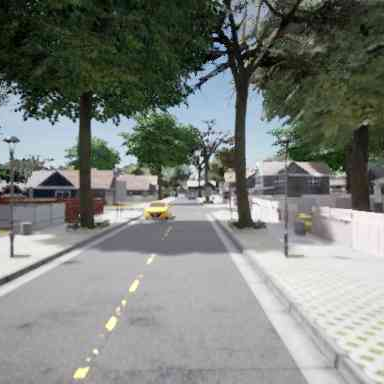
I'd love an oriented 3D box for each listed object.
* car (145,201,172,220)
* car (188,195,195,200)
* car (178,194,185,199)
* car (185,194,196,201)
[{"bbox_3d":[-2.802,1.495,28.219,1.882,1.535,5.008,0,0,1],"label":"car"},{"bbox_3d":[-0.031,1.450,95.423,1.994,1.385,4.181,0,0,0],"label":"car"},{"bbox_3d":[-2.779,1.184,89.173,1.812,1.442,4.674,0,0,0],"label":"car"},{"bbox_3d":[-0.028,1.388,84.108,2.097,1.767,4.553,0,0,0],"label":"car"}]
